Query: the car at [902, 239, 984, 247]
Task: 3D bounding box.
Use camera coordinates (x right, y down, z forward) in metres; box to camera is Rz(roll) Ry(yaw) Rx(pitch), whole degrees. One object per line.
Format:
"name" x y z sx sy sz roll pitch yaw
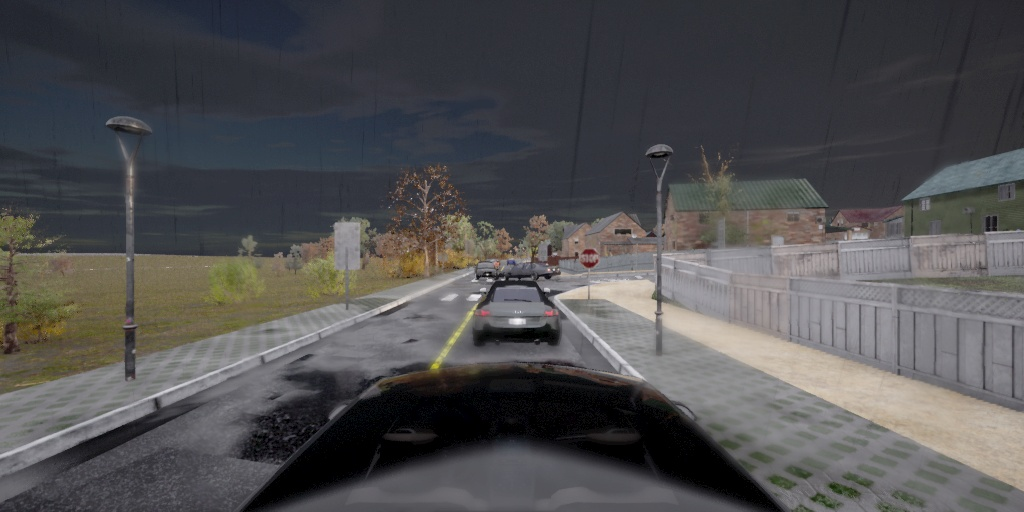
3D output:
"car" 23.848 -0.208 20.386 4.902 1.511 2.128 -3 0 14

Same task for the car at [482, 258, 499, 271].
"car" -2.952 1.120 51.104 2.097 1.767 4.553 0 0 1

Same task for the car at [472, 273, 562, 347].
"car" 0.086 1.313 9.366 1.994 1.385 4.181 0 0 -1

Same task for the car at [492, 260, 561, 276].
"car" 1.280 1.197 28.383 5.357 1.411 2.033 -4 -3 43

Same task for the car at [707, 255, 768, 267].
"car" 14.343 0.413 22.788 4.181 1.385 1.994 -3 0 16

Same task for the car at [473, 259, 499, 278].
"car" -2.314 1.257 31.287 1.837 1.490 4.892 0 0 -8
